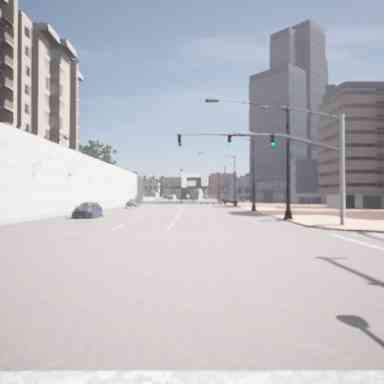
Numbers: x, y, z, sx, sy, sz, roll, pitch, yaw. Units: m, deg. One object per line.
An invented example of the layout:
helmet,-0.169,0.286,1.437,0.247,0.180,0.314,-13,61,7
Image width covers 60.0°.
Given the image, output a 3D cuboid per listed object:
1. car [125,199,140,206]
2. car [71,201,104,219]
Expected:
car,-10.424,1.881,58.440,2.097,1.767,4.553,0,-1,0
car,-10.449,1.742,33.464,2.097,1.767,4.553,0,-1,0
